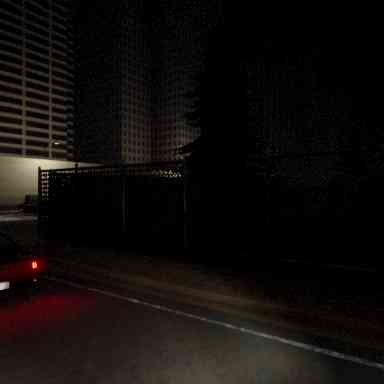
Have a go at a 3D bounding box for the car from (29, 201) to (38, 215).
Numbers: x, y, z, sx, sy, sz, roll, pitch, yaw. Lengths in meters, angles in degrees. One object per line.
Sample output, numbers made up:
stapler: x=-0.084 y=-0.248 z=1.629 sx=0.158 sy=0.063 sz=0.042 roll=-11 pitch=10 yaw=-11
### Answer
car: x=-11.961 y=1.543 z=30.545 sx=1.895 sy=1.301 sz=4.718 roll=0 pitch=0 yaw=35

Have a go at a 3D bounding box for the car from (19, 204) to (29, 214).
car: x=-14.492 y=1.433 z=33.026 sx=2.128 sy=1.511 sz=4.902 roll=0 pitch=0 yaw=35

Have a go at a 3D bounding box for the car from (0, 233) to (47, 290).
car: x=-5.578 y=1.600 z=7.979 sx=4.718 sy=1.301 sz=1.895 roll=0 pitch=0 yaw=37
